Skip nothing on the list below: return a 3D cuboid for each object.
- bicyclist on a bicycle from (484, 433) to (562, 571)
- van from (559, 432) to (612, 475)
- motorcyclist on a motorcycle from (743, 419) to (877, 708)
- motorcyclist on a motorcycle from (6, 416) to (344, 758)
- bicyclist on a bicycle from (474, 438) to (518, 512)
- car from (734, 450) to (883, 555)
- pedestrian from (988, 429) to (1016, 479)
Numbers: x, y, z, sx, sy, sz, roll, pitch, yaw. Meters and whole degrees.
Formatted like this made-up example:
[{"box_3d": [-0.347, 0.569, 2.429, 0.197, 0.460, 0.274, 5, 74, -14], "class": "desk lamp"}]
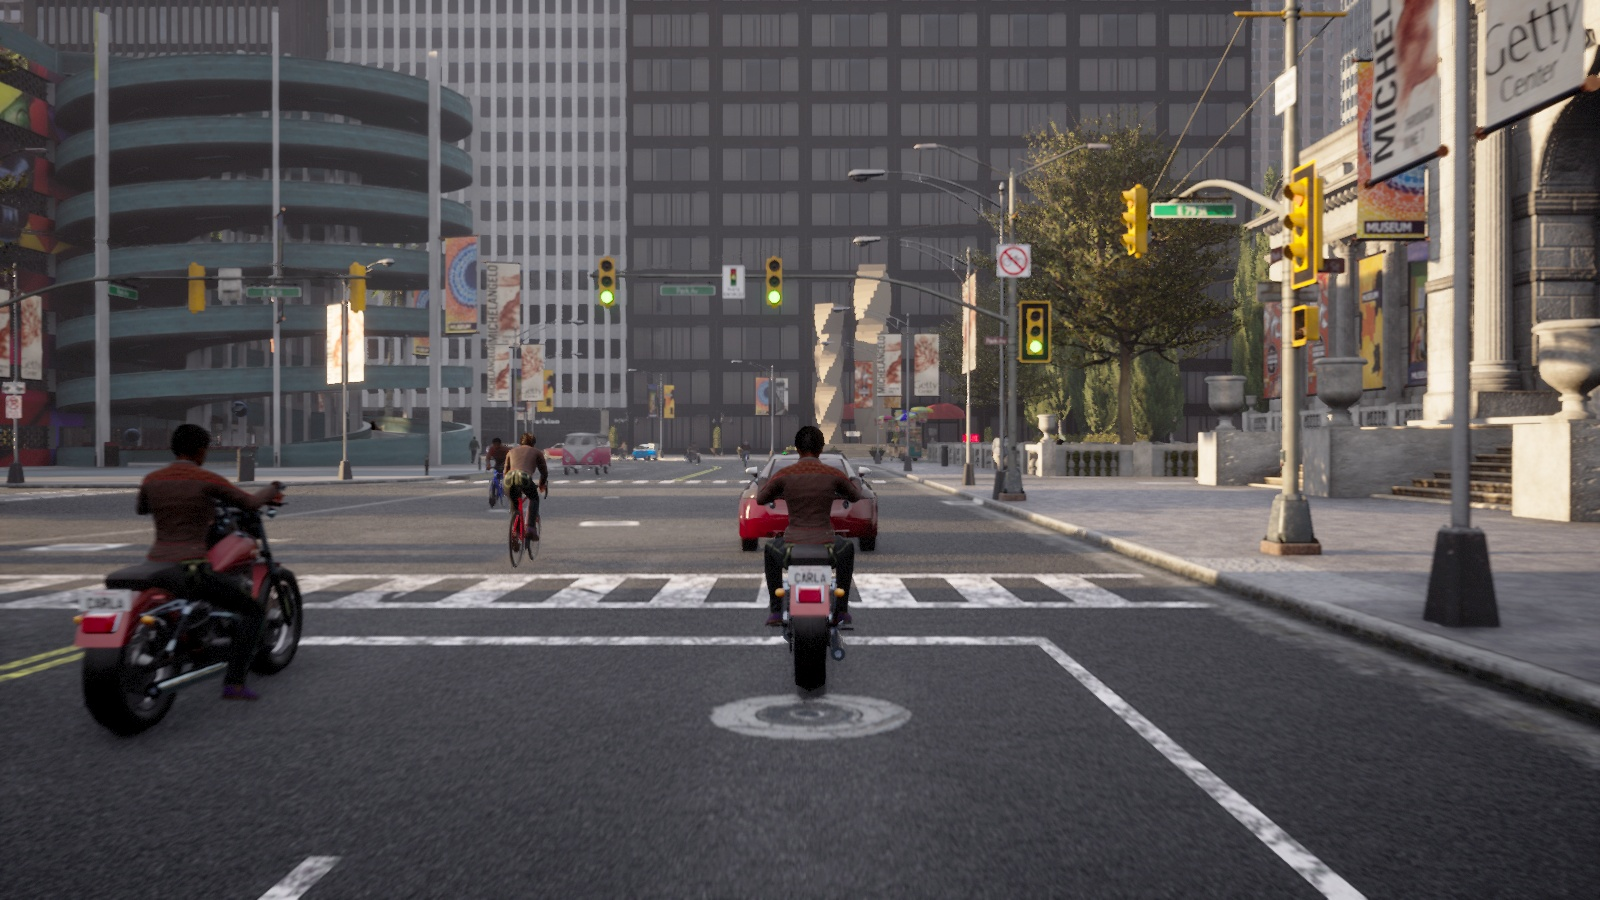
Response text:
[{"box_3d": [-3.396, 0.609, 15.512, 0.582, 1.620, 1.656, 0, 0, 0], "class": "bicyclist on a bicycle"}, {"box_3d": [-10.149, 0.155, 59.654, 1.775, 1.987, 4.442, 0, 0, 0], "class": "van"}, {"box_3d": [0.063, 0.650, 8.364, 0.766, 1.649, 2.350, 0, 0, 0], "class": "motorcyclist on a motorcycle"}, {"box_3d": [-3.443, 0.653, 7.238, 0.766, 1.649, 2.350, 0, 0, 0], "class": "motorcyclist on a motorcycle"}, {"box_3d": [-6.823, 0.534, 28.274, 0.582, 1.620, 1.656, 0, 1, 0], "class": "bicyclist on a bicycle"}, {"box_3d": [0.123, 0.704, 18.946, 1.994, 1.385, 4.181, 0, 0, 0], "class": "car"}, {"box_3d": [7.484, 0.147, 46.582, 0.874, 1.855, 0.900, 0, 0, 1], "class": "pedestrian"}]
